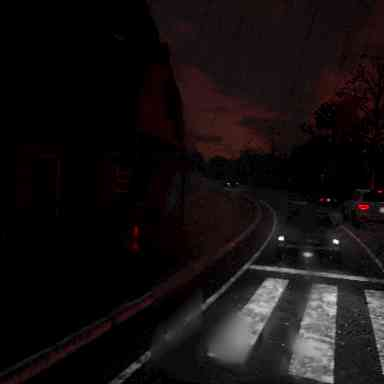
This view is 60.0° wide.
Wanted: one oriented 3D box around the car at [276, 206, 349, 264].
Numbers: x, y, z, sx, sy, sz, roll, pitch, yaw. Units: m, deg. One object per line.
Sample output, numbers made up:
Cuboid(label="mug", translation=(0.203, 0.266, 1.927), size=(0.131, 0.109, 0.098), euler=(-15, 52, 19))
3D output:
Cuboid(label="car", translation=(3.966, 1.380, 11.338), size=(1.895, 1.301, 4.718), euler=(1, 2, 19))

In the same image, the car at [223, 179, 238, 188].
Cuboid(label="car", translation=(7.543, -1.702, 65.021), size=(2.097, 1.767, 4.553), euler=(2, 4, -9))

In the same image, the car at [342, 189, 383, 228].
Cuboid(label="car", translation=(9.889, 0.842, 18.521), size=(2.150, 2.045, 5.566), euler=(1, 2, 16))

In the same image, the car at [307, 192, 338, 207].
Cuboid(label="car", translation=(12.516, 0.670, 32.174), size=(2.033, 1.411, 5.357), euler=(1, 3, 7))
